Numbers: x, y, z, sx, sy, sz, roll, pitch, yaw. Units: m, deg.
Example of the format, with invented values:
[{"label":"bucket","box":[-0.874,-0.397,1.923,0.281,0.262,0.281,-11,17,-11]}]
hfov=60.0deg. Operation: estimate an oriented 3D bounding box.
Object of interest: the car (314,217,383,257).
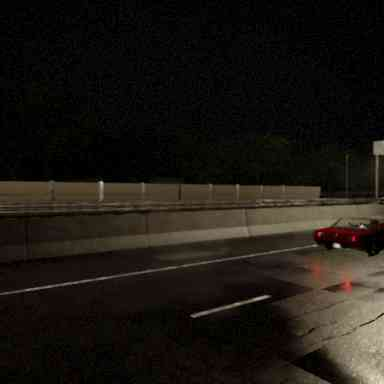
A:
[{"label":"car","box":[6.985,1.628,13.131,4.718,1.301,1.895,0,0,-35]}]
